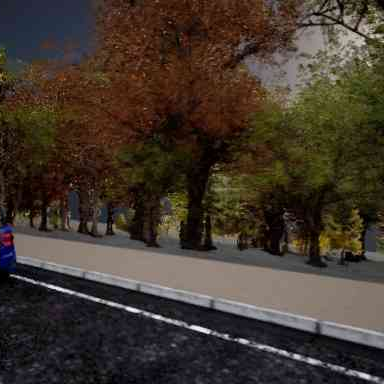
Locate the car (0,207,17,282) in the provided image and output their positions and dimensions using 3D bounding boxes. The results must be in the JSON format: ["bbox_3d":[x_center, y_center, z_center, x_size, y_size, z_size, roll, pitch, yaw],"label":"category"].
[{"bbox_3d":[-6.692,1.249,8.458,5.566,2.045,2.150,0,0,36],"label":"car"}]
